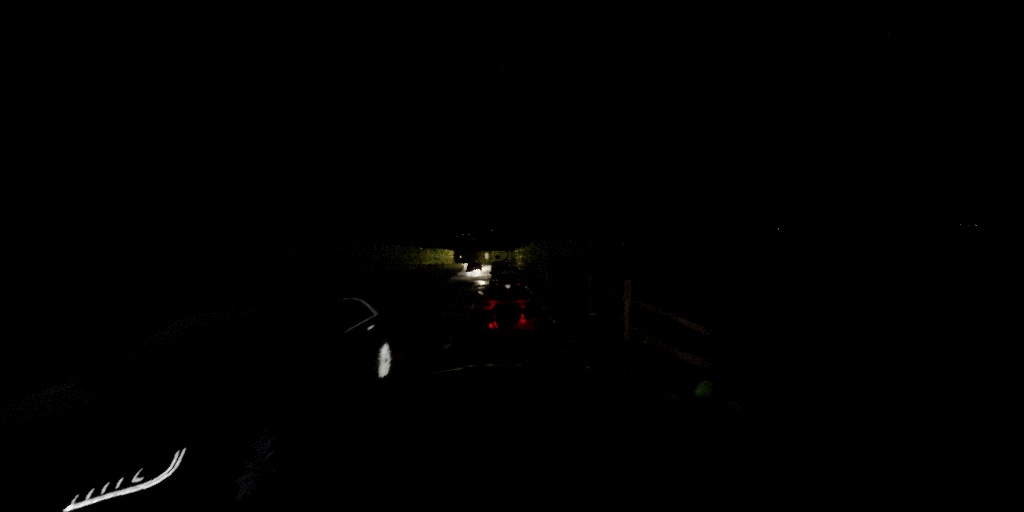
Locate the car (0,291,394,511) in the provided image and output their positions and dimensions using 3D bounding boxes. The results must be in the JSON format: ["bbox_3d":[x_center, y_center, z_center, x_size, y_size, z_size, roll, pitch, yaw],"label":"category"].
[{"bbox_3d":[-2.890,1.254,4.253,1.837,1.490,4.892,0,0,-1],"label":"car"}]

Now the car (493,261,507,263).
[{"bbox_3d":[-1.345,1.256,38.961,1.882,1.535,5.008,0,0,-4],"label":"car"}]

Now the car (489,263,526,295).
[{"bbox_3d":[-0.276,1.277,19.554,1.812,1.442,4.674,0,0,-2],"label":"car"}]

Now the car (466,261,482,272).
[{"bbox_3d":[-4.950,1.363,47.188,1.994,1.385,4.181,0,0,-5],"label":"car"}]
